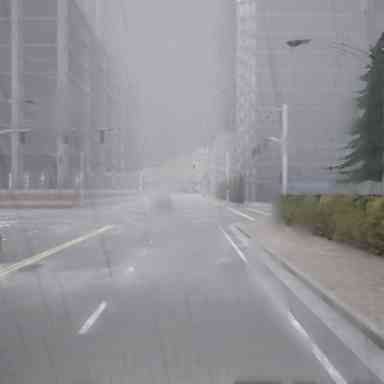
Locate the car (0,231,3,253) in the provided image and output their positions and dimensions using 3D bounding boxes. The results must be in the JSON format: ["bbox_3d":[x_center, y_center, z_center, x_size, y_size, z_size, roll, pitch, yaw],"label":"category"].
[{"bbox_3d":[-7.041,1.486,8.778,1.837,1.490,4.892,0,0,1],"label":"car"}]

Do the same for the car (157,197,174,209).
[{"bbox_3d":[-3.397,1.409,42.475,1.837,1.490,4.892,0,0,0],"label":"car"}]
